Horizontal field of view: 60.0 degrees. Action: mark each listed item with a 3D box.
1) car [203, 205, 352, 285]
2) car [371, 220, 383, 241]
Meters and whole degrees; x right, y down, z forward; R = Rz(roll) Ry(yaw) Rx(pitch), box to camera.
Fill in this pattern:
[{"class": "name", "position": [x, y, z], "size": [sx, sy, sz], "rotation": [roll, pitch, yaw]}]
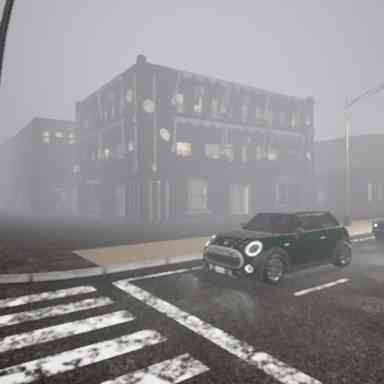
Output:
[{"class": "car", "position": [2.505, 1.299, 9.463], "size": [4.553, 1.767, 2.097], "rotation": [-1, 0, -36]}, {"class": "car", "position": [9.963, 1.482, 14.780], "size": [4.718, 1.301, 1.895], "rotation": [-1, 0, -35]}]
